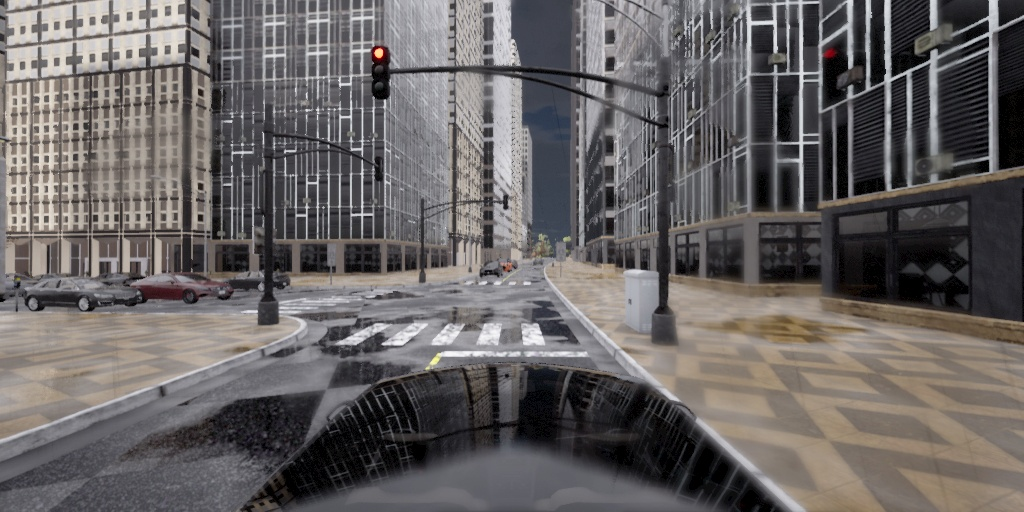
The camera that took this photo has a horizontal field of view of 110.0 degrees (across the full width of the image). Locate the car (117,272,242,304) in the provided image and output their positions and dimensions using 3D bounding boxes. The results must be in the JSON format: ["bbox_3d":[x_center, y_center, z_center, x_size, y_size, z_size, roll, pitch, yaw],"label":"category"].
[{"bbox_3d":[-16.162,1.520,17.513,4.674,1.442,1.812,-1,0,9],"label":"car"}]

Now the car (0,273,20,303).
[{"bbox_3d":[-27.514,1.687,19.320,4.902,1.511,2.128,-1,0,9],"label":"car"}]

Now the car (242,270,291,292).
[{"bbox_3d":[-16.806,1.600,23.474,4.403,1.370,2.007,0,0,9],"label":"car"}]

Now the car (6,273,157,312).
[{"bbox_3d":[-18.121,1.561,15.197,4.403,1.370,2.007,0,0,9],"label":"car"}]

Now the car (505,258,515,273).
[{"bbox_3d":[-1.166,1.055,43.749,2.097,1.767,4.553,0,0,5],"label":"car"}]

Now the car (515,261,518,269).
[{"bbox_3d":[-0.146,1.228,54.291,2.033,1.411,5.357,0,0,6],"label":"car"}]

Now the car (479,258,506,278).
[{"bbox_3d":[-1.911,1.224,34.169,1.837,1.490,4.892,0,0,4],"label":"car"}]
